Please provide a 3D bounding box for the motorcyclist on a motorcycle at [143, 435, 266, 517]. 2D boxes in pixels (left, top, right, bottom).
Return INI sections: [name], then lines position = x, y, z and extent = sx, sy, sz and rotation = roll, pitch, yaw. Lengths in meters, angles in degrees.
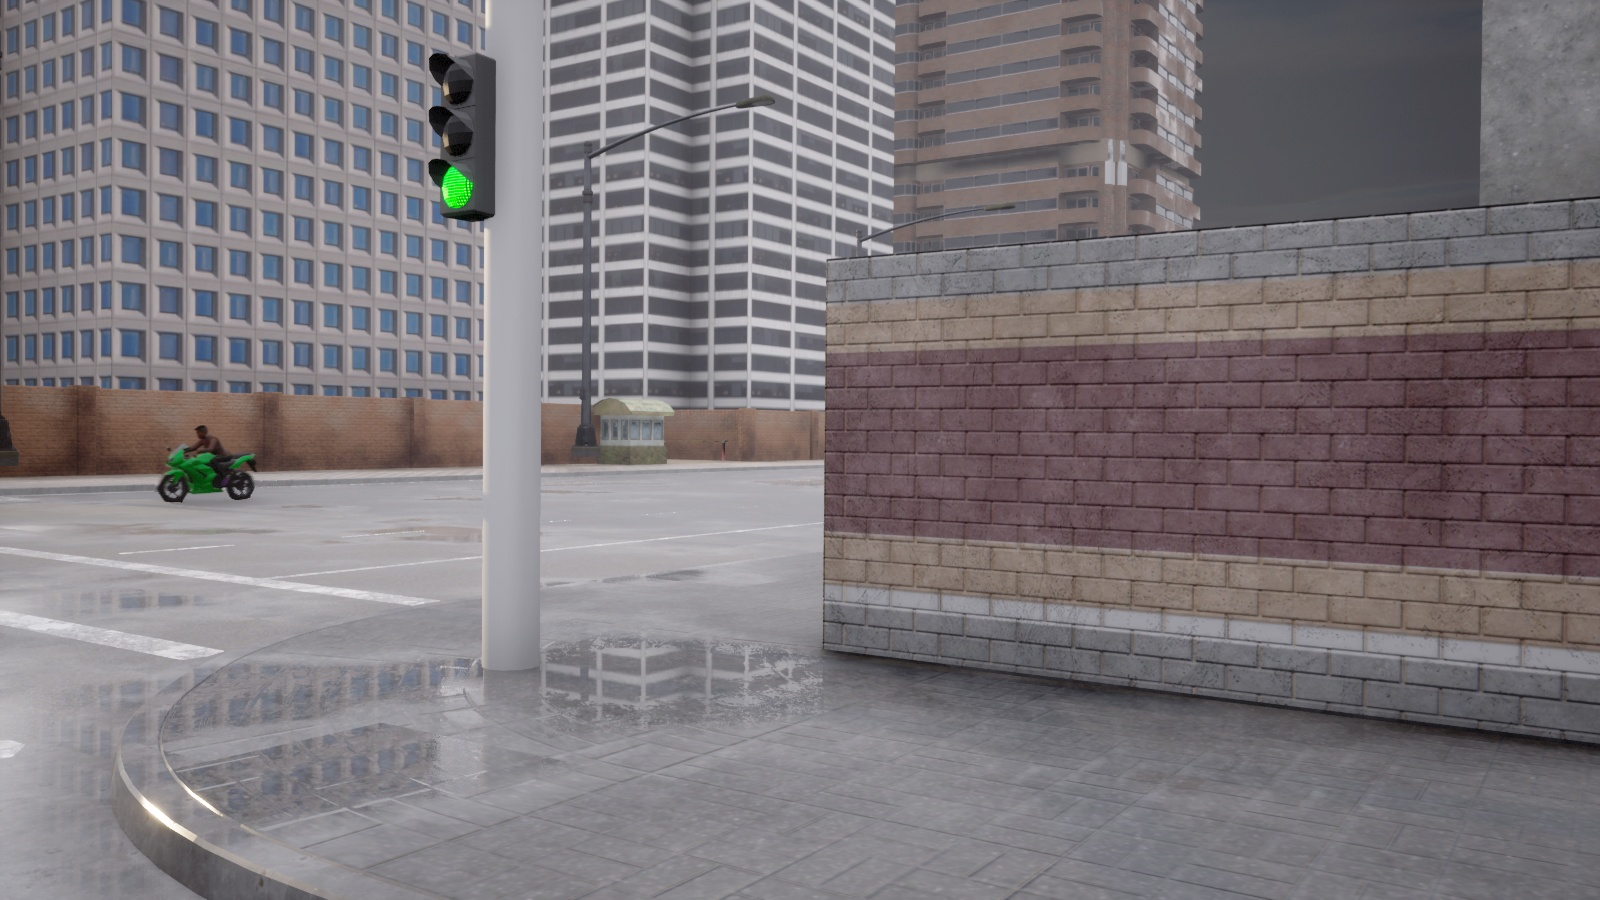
[motorcyclist on a motorcycle]
position = -11.675, 0.482, 24.686
extent = 0.797, 1.523, 2.044
rotation = 0, 1, 34
